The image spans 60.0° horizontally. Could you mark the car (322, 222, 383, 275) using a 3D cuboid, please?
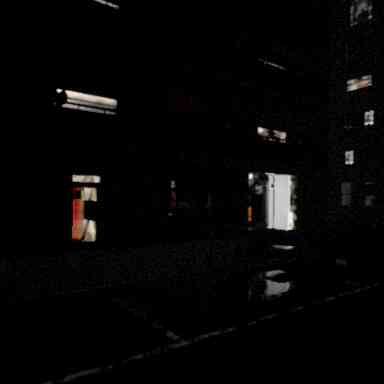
[{"bbox_3d":[6.122,1.704,10.921,4.313,1.339,1.947,1,0,-36],"label":"car"}]
